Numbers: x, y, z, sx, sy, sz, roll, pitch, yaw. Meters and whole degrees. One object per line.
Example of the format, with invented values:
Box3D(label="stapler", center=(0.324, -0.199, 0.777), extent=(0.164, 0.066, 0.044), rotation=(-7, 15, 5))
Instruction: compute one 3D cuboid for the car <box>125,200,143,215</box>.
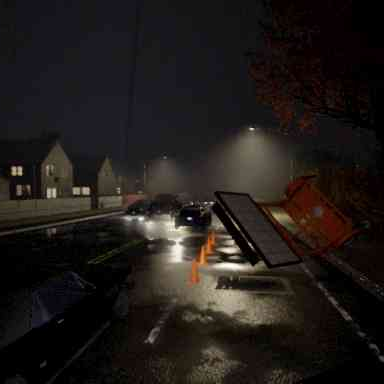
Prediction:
Box3D(label="car", center=(-4.986, 1.517, 33.124), extent=(2.033, 1.411, 5.357), rotation=(0, 0, 8))

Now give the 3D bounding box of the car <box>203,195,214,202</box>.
Box3D(label="car", center=(3.574, 1.419, 69.901), extent=(1.994, 1.385, 4.181), rotation=(0, 0, 8))

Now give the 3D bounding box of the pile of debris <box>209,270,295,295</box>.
Box3D(label="pile of debris", center=(1.418, 2.152, 8.054), extent=(1.860, 0.140, 1.500), rotation=(0, -1, 8))

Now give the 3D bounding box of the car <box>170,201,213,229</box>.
Box3D(label="car", center=(0.154, 1.546, 21.570), extent=(1.994, 1.385, 4.181), rotation=(0, 0, 8))

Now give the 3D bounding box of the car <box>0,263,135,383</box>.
Box3D(label="car", center=(-2.274, 1.598, 4.316), extent=(1.895, 1.301, 4.718), rotation=(0, 0, 8))

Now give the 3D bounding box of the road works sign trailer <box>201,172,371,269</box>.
Box3D(label="road works sign trailer", center=(2.283, 1.084, 9.055), extent=(3.560, 2.880, 2.380), rotation=(4, 40, -42))

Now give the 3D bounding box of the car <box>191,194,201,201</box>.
Box3D(label="car", center=(0.877, 1.224, 74.060), extent=(1.837, 1.490, 4.892), rotation=(0, 0, 8))

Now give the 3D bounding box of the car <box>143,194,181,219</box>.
Box3D(label="car", center=(-2.256, 1.195, 29.193), extent=(2.150, 2.045, 5.566), rotation=(0, 0, 8))

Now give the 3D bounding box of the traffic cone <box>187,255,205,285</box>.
Box3D(label="traffic cone", center=(0.064, 1.950, 8.232), extent=(0.340, 0.580, 0.340), rotation=(0, 0, 8))
